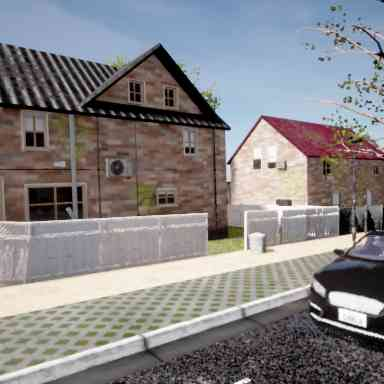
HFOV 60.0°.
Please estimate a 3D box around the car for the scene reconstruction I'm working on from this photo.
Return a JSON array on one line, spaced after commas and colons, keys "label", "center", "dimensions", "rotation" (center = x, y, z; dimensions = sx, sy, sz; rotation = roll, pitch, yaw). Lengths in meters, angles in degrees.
[{"label": "car", "center": [4.027, 1.507, 6.301], "dimensions": [4.902, 1.511, 2.128], "rotation": [1, -1, -43]}]
